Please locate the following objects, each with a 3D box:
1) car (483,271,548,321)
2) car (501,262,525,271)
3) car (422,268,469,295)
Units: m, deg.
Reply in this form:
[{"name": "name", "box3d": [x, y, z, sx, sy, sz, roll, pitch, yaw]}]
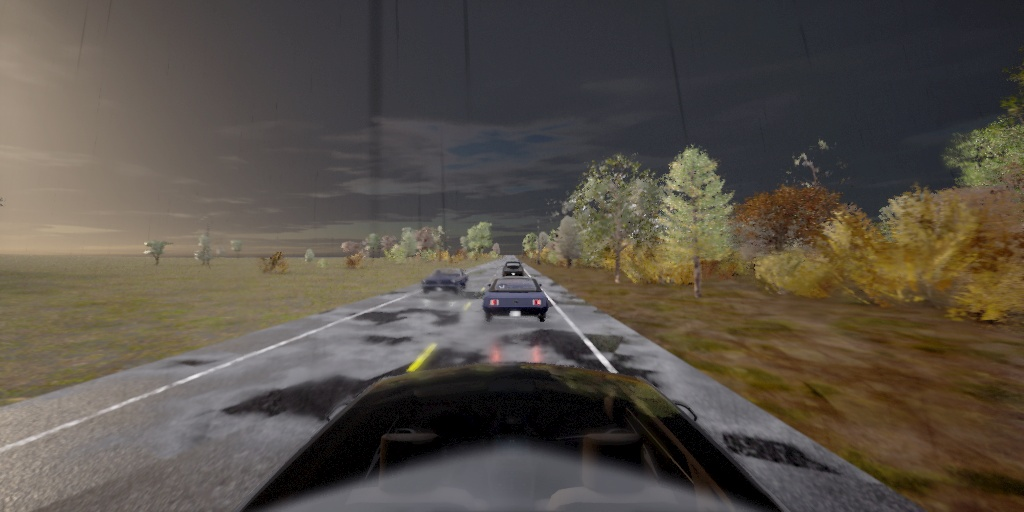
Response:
[{"name": "car", "box3d": [0.104, 1.352, 12.419, 1.895, 1.301, 4.718, 0, 0, 0]}, {"name": "car", "box3d": [0.108, 1.247, 32.280, 1.837, 1.490, 4.892, 0, 0, 0]}, {"name": "car", "box3d": [-3.572, 1.351, 19.860, 1.895, 1.301, 4.718, 0, 0, 0]}]
